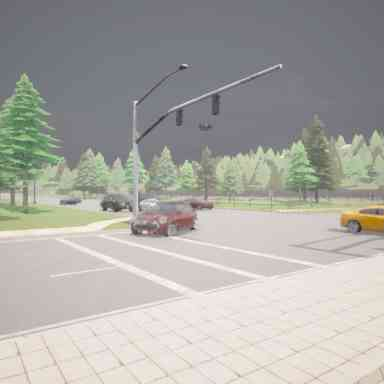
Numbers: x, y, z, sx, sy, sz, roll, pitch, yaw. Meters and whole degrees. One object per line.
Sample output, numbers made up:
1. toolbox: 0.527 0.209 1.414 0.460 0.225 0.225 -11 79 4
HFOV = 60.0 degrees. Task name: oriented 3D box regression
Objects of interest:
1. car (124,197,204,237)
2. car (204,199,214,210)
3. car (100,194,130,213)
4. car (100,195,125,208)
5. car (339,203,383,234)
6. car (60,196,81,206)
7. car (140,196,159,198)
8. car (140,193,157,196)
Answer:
1. car: -1.338 1.352 18.097 2.097 1.767 4.553 0 0 24
2. car: 0.780 1.478 42.926 1.882 1.535 5.008 0 0 -35
3. car: -8.476 1.222 37.850 2.150 2.045 5.566 0 0 -36
4. car: -11.656 1.352 48.446 2.097 1.767 4.553 0 0 -35
5. car: 10.271 1.477 17.263 1.882 1.535 5.008 0 0 -35
6. car: -20.237 1.601 54.591 1.895 1.301 4.718 0 0 -35
7. car: -4.607 1.526 38.449 1.812 1.442 4.674 0 0 -35
8. car: -6.715 1.222 53.588 2.150 2.045 5.566 0 0 -35
